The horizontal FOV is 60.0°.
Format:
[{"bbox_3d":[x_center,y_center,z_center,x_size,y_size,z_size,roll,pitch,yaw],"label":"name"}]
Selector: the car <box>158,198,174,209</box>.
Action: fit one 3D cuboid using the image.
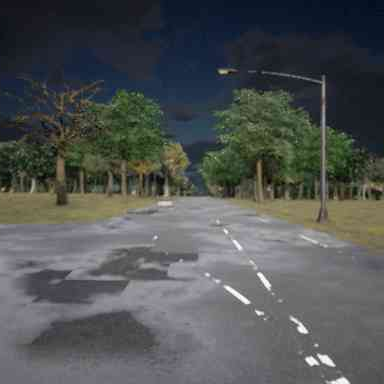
[{"bbox_3d":[-3.347,1.440,43.171,1.895,1.301,4.718,0,0,0],"label":"car"}]
